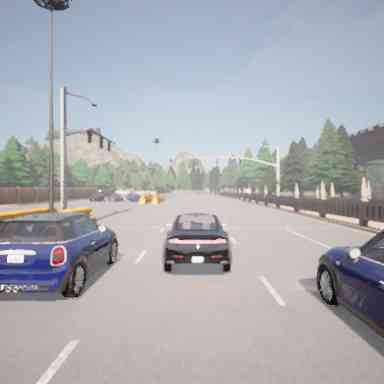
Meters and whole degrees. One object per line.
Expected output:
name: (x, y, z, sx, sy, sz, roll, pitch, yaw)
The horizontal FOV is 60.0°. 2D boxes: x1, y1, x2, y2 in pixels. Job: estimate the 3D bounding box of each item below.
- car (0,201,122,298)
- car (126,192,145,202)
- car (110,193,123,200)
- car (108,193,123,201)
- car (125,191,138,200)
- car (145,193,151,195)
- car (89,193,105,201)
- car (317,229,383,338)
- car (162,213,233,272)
car: (-3.362, 1.286, 8.507, 2.097, 1.767, 4.553, 0, 0, 0)
car: (-10.236, 1.022, 59.916, 1.882, 1.535, 5.008, 0, 0, 1)
car: (-17.117, 0.926, 75.517, 1.837, 1.490, 4.892, 0, 0, 0)
car: (-13.733, 1.070, 59.883, 1.812, 1.442, 4.674, 0, 1, 1)
car: (-13.617, 0.781, 75.484, 2.097, 1.767, 4.553, 0, 0, 0)
car: (-10.118, 0.953, 75.228, 1.812, 1.442, 4.674, 0, 0, 0)
car: (-17.226, 1.045, 60.291, 1.837, 1.490, 4.892, 0, 1, 1)
car: (3.623, 1.312, 5.046, 2.097, 1.767, 4.553, 0, 0, 0)
car: (0.146, 1.410, 10.478, 2.128, 1.511, 4.902, 0, 0, 0)
